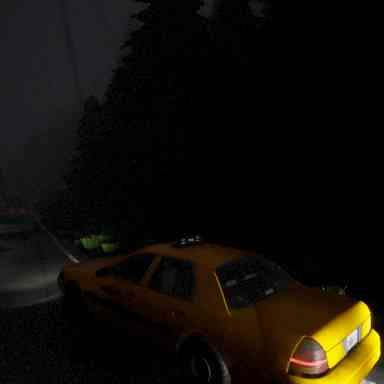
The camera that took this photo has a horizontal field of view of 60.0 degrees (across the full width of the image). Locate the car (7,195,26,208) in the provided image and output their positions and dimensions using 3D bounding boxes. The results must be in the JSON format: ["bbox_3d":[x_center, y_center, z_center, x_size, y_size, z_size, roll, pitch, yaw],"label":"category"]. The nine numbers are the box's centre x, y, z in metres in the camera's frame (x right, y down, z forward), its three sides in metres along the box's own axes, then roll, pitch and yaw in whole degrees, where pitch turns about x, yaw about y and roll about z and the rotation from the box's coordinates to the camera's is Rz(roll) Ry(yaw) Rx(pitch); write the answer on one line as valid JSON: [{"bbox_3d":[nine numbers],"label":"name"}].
[{"bbox_3d":[-21.117,1.057,40.070,2.128,1.511,4.902,-2,2,-26],"label":"car"}]

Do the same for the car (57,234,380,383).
[{"bbox_3d":[-0.250,1.417,5.085,5.366,1.575,1.801,1,1,44],"label":"car"}]
